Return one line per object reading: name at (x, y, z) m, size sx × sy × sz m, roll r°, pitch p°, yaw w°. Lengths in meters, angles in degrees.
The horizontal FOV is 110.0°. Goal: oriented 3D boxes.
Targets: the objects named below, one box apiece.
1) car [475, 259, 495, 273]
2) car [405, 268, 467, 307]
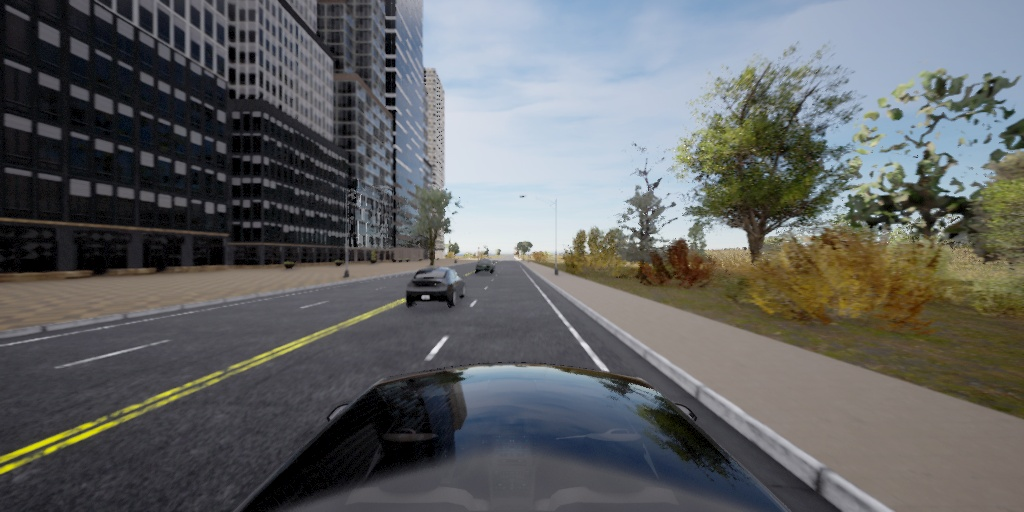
car at (-3.140, 1.105, 42.738) m, size 2.097 × 1.767 × 4.553 m, roll 0°, pitch 0°, yaw 0°
car at (-3.148, 1.256, 15.470) m, size 1.837 × 1.490 × 4.892 m, roll 0°, pitch 0°, yaw 0°
